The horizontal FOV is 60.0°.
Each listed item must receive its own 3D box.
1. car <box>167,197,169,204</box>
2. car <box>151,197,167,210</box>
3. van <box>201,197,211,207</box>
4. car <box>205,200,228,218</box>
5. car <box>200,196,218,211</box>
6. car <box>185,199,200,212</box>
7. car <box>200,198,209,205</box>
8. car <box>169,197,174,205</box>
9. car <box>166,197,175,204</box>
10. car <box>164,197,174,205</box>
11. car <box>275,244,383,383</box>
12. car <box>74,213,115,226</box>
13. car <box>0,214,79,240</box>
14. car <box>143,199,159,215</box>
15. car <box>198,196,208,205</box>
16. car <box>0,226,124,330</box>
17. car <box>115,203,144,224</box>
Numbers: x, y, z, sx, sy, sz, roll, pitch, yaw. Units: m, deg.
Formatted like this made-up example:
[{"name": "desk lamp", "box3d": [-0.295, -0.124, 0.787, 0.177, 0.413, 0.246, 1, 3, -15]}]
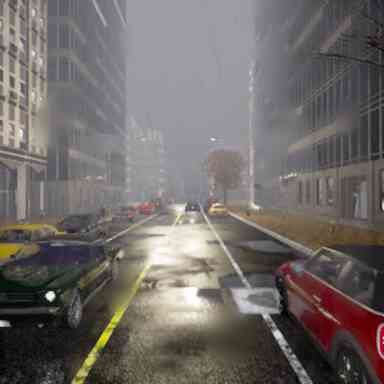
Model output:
[{"name": "car", "box3d": [-5.312, 1.886, 54.886, 1.967, 1.590, 4.097, 0, 0, 0]}, {"name": "car", "box3d": [-5.313, 1.717, 49.340, 2.192, 1.841, 5.009, 0, 0, 0]}, {"name": "van", "box3d": [2.568, 1.831, 60.434, 1.690, 1.788, 3.998, 0, 0, 0]}, {"name": "car", "box3d": [2.566, 1.795, 32.866, 1.752, 1.417, 4.829, 0, 0, 0]}, {"name": "car", "box3d": [2.571, 1.673, 43.791, 2.192, 1.841, 5.009, 0, 0, 0]}, {"name": "car", "box3d": [0.107, 1.921, 43.896, 1.994, 1.385, 4.181, 0, -1, 0]}, {"name": "car", "box3d": [2.569, 2.103, 71.697, 1.752, 1.417, 4.829, 0, 0, 0]}, {"name": "car", "box3d": [-5.311, 1.891, 71.529, 2.192, 1.841, 5.009, 0, 0, 0]}, {"name": "car", "box3d": [-5.401, 2.102, 82.619, 1.967, 1.590, 4.097, 0, 0, 0]}, {"name": "car", "box3d": [-5.311, 2.059, 77.076, 1.967, 1.590, 4.097, 0, 0, 0]}, {"name": "car", "box3d": [2.565, 1.482, 4.960, 1.967, 1.590, 4.097, 0, 0, 0]}, {"name": "car", "box3d": [-5.315, 1.699, 16.054, 1.947, 1.339, 4.313, 0, 0, 0]}, {"name": "car", "box3d": [-5.315, 1.612, 10.337, 1.752, 1.417, 4.829, 0, 0, 0]}, {"name": "car", "box3d": [-5.313, 1.858, 38.244, 1.887, 1.381, 4.507, 0, 0, 0]}, {"name": "car", "box3d": [2.570, 1.934, 77.076, 2.192, 1.841, 5.009, 0, 0, 0]}, {"name": "car", "box3d": [-2.849, 1.661, 7.132, 1.895, 1.301, 4.718, 0, 0, 0]}, {"name": "car", "box3d": [-5.314, 1.806, 27.149, 1.802, 1.307, 4.206, 0, 0, 0]}]
